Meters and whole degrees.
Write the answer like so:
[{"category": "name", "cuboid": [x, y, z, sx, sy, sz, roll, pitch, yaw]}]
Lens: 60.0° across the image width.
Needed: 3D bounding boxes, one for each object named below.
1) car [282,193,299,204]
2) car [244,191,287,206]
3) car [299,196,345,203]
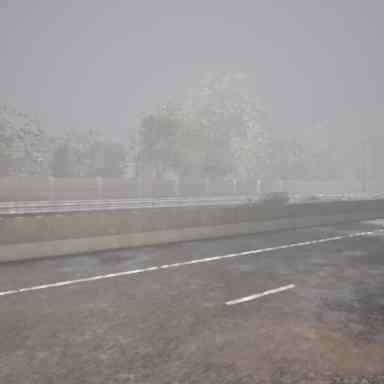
[{"category": "car", "cuboid": [11.738, 1.153, 33.826, 4.892, 1.490, 1.837, 0, 0, -35]}, {"category": "car", "cuboid": [8.105, 0.894, 35.539, 5.566, 2.045, 2.150, 0, 0, -35]}, {"category": "car", "cuboid": [12.433, 1.213, 30.031, 5.357, 1.411, 2.033, -1, 0, -35]}]
